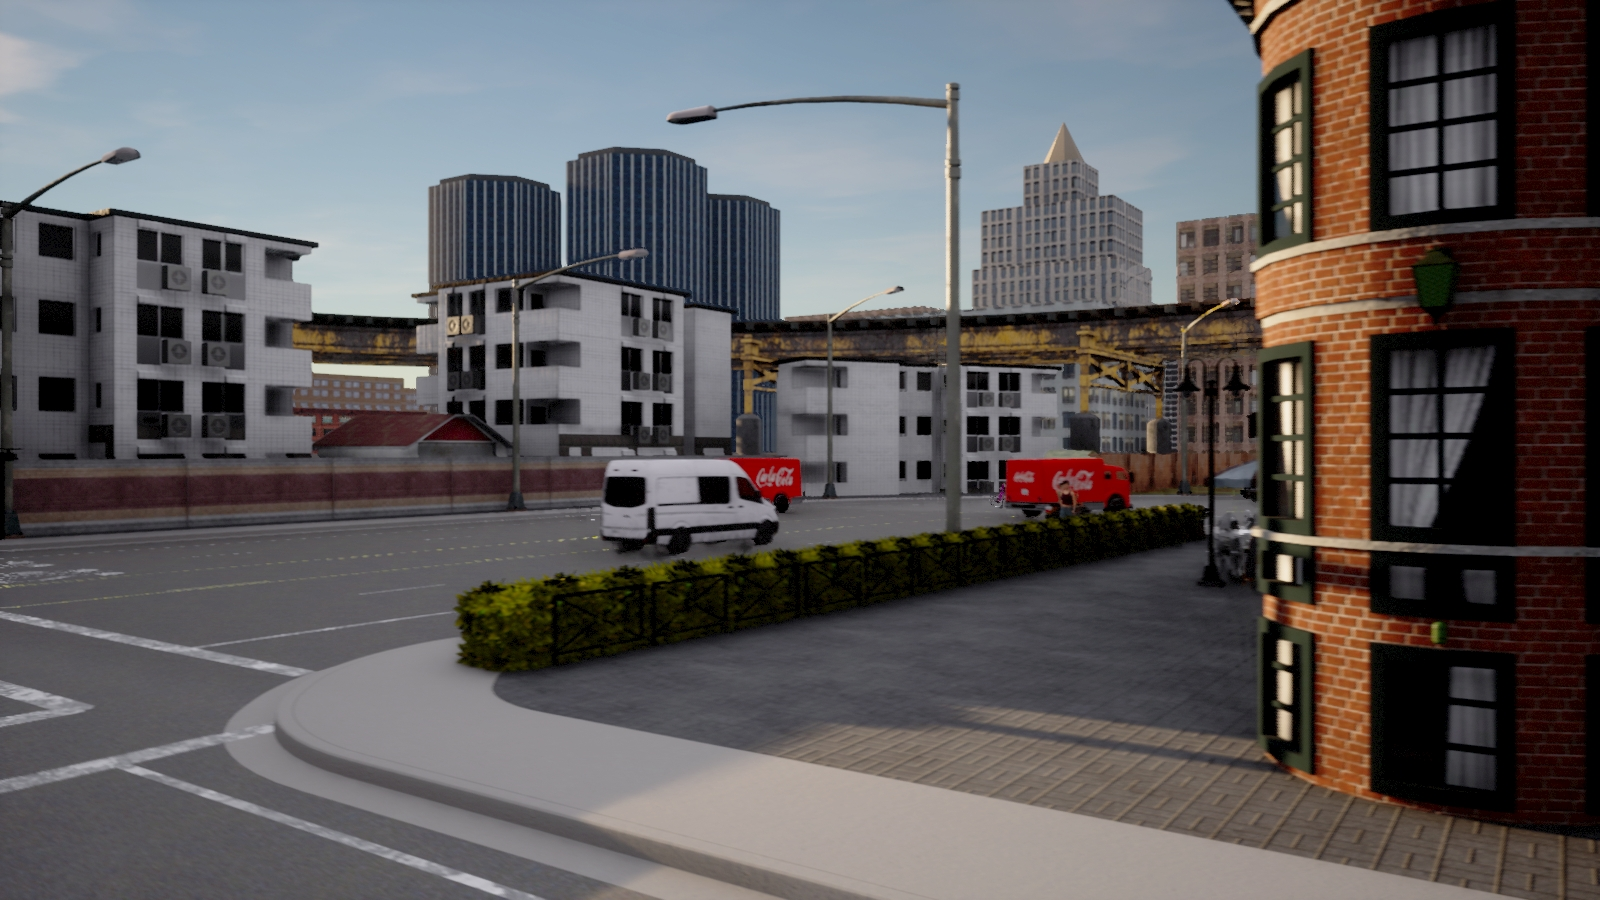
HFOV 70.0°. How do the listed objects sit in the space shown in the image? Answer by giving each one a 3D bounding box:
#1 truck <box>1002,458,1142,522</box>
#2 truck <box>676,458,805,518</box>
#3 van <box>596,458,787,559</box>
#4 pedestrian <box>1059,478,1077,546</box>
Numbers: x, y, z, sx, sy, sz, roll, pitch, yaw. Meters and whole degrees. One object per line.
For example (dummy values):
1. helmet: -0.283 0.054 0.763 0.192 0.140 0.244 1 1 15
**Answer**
1. truck: 11.197 1.575 47.019 5.204 2.467 2.627 0 0 -30
2. truck: -2.556 1.579 49.931 5.204 2.467 2.627 0 0 -44
3. van: -2.961 1.543 32.636 1.988 2.561 5.915 0 0 36
4. pedestrian: 7.417 1.701 31.616 0.375 1.860 0.375 0 0 37
